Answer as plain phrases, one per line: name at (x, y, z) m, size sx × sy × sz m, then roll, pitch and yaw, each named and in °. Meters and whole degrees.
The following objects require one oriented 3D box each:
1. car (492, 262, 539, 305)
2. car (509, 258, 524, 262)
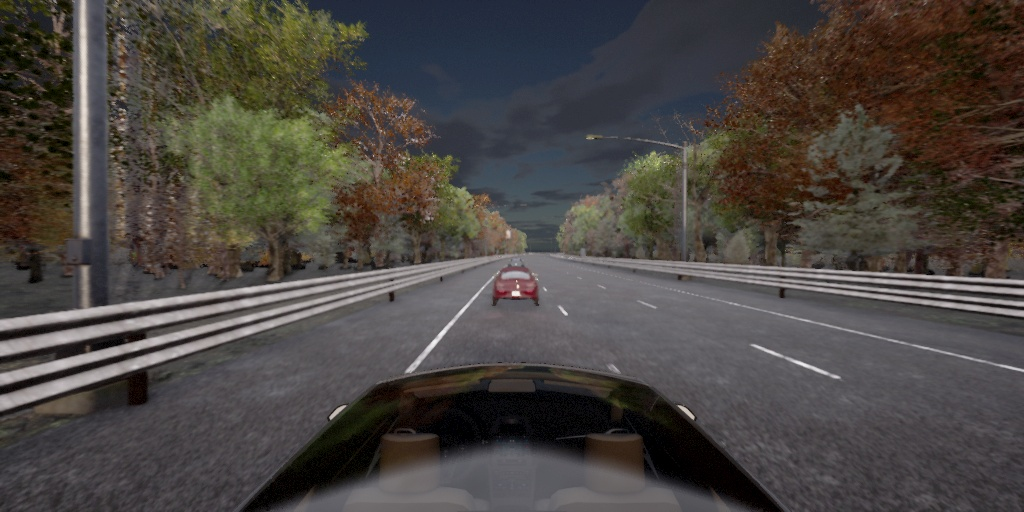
car at (0.148, 1.162, 15.169) m, size 1.812 × 1.442 × 4.674 m, roll 0°, pitch 0°, yaw 0°
car at (0.537, 0.941, 45.379) m, size 1.994 × 1.385 × 4.181 m, roll 0°, pitch 0°, yaw 1°
